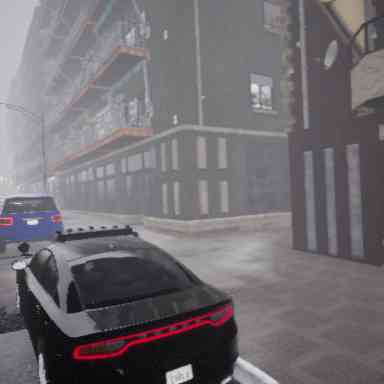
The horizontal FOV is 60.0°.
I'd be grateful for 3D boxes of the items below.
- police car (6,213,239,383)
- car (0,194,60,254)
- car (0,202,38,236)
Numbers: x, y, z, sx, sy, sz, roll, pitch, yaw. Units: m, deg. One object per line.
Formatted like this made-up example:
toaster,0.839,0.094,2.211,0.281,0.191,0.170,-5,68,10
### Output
police car,-1.482,1.344,5.023,1.930,1.638,5.238,-2,1,-32
car,-6.747,1.094,13.437,2.150,2.045,5.566,-2,1,-32
car,-9.904,1.366,18.507,1.812,1.442,4.674,-2,1,-32
